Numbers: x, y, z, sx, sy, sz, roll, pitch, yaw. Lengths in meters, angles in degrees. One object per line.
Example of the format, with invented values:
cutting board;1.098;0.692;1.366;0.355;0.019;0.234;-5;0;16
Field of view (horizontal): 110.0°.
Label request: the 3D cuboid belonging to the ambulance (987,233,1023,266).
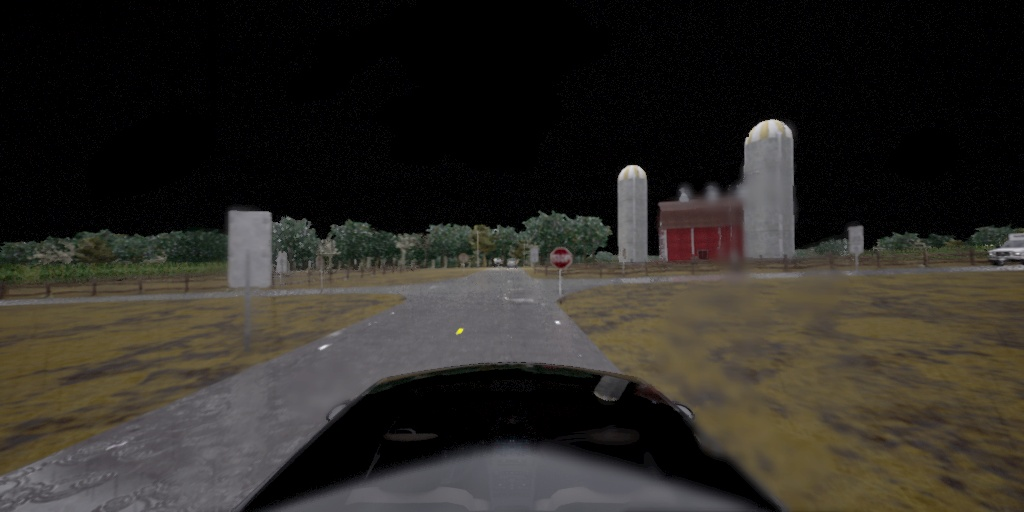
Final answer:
ambulance;39.336;-0.535;26.487;6.366;2.431;2.351;-2;-1;0
